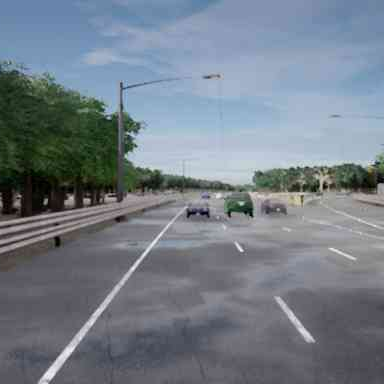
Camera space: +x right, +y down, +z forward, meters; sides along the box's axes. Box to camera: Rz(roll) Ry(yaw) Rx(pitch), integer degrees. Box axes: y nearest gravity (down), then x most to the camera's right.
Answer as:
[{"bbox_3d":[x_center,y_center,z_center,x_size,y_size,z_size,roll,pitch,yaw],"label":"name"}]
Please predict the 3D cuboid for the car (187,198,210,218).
[{"bbox_3d":[0.549,1.454,28.817,1.895,1.301,4.718,0,0,2],"label":"car"}]

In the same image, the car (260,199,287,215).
[{"bbox_3d":[7.647,1.368,31.436,1.812,1.442,4.674,0,0,2],"label":"car"}]

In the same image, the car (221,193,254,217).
[{"bbox_3d":[4.070,1.072,29.483,2.150,2.045,5.566,0,0,2],"label":"car"}]

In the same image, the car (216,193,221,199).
[{"bbox_3d":[6.828,1.083,82.461,1.812,1.442,4.674,0,0,5],"label":"car"}]

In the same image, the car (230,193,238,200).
[{"bbox_3d":[10.286,1.044,81.790,1.882,1.535,5.008,0,0,5],"label":"car"}]

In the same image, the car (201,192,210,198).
[{"bbox_3d":[3.338,1.078,82.717,1.812,1.442,4.674,0,0,5],"label":"car"}]

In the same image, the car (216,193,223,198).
[{"bbox_3d":[7.656,0.905,92.356,2.033,1.411,5.357,0,0,5],"label":"car"}]

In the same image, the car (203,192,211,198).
[{"bbox_3d":[4.169,0.859,92.659,1.837,1.490,4.892,0,0,5],"label":"car"}]
